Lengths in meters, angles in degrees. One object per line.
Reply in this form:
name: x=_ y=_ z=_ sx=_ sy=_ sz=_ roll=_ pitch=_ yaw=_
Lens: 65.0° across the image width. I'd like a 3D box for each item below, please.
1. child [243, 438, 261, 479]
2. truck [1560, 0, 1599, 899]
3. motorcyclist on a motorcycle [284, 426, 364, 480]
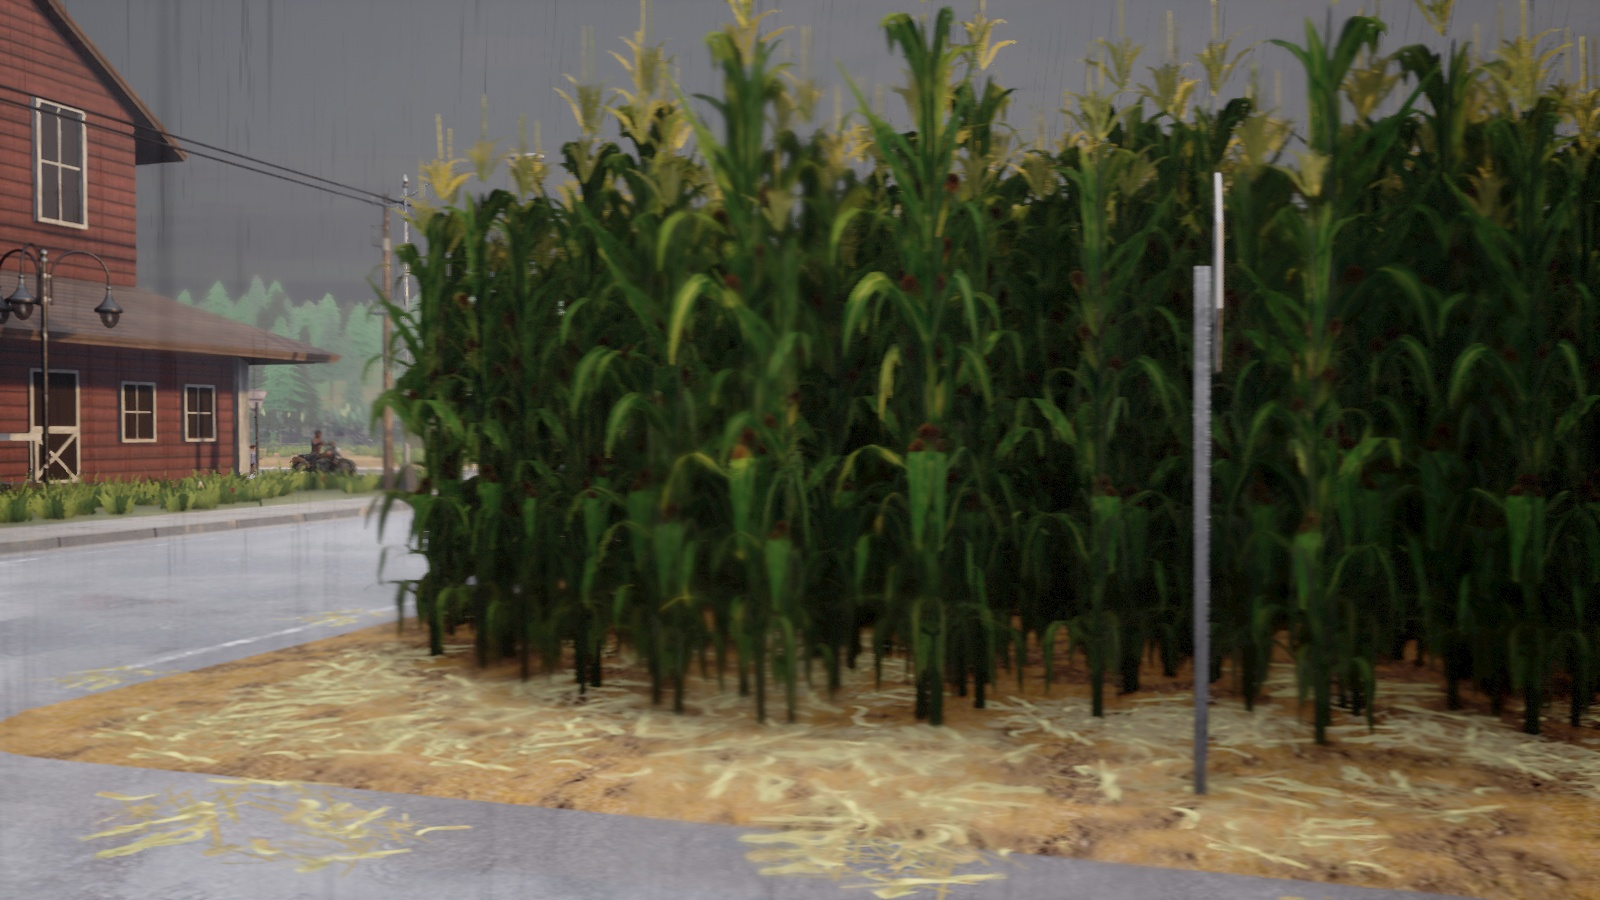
child: x=-15.189 y=0.233 z=34.819 sx=0.394 sy=1.110 sz=0.255 roll=0 pitch=1 yaw=-5
truck: x=5.781 y=-0.330 z=0.905 sx=8.468 sy=3.827 sz=2.891 roll=1 pitch=1 yaw=18
motorcyclist on a motorcycle: x=-14.924 y=0.070 z=39.378 sx=2.350 sy=1.649 sz=0.766 roll=1 pitch=1 yaw=17
